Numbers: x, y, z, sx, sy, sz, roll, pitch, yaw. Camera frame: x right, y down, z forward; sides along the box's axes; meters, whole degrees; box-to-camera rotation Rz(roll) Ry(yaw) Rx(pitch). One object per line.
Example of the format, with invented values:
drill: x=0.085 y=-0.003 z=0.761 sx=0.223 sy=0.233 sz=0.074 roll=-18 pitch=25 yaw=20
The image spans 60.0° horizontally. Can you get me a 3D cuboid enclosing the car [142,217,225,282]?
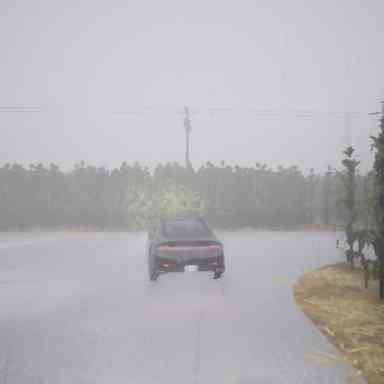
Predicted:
car: x=-0.388 y=1.462 z=9.743 sx=2.128 sy=1.511 sz=4.902 roll=0 pitch=0 yaw=-9
